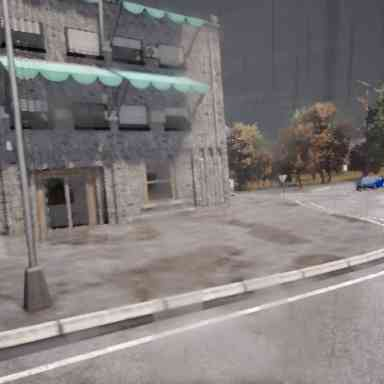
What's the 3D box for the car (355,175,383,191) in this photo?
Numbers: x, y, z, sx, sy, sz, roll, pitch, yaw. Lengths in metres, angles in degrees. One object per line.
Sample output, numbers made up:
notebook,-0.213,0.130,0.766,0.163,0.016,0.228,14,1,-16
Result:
car,19.952,-1.041,37.176,5.008,1.535,1.882,-8,4,-43
